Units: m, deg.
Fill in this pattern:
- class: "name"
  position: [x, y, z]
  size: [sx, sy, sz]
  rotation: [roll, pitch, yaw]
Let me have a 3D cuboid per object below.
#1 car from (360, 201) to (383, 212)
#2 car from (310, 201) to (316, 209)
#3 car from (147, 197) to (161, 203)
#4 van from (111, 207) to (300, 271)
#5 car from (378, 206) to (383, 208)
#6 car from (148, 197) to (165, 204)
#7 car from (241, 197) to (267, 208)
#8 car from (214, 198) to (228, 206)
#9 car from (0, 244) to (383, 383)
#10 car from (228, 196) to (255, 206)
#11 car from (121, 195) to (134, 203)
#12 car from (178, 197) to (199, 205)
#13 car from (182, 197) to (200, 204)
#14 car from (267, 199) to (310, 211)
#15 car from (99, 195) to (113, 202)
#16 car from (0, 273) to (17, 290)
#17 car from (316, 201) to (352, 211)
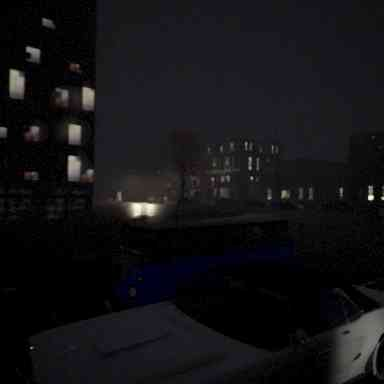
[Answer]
- class: "car"
  position: [22.475, 1.758, 39.822]
  size: [2.008, 1.369, 4.403]
  rotation: [1, -1, -35]
- class: "car"
  position: [16.232, 1.841, 48.832]
  size: [1.802, 1.307, 4.206]
  rotation: [1, -1, -35]
- class: "car"
  position: [-9.904, 2.006, 86.331]
  size: [1.752, 1.417, 4.829]
  rotation: [1, -1, -35]
- class: "van"
  position: [0.322, 1.349, 6.732]
  size: [3.998, 1.788, 1.690]
  rotation: [0, 1, -35]
- class: "car"
  position: [9.514, 1.465, 13.290]
  size: [4.097, 1.590, 1.967]
  rotation: [0, 1, -35]
- class: "car"
  position: [-7.114, 1.789, 67.589]
  size: [1.752, 1.417, 4.829]
  rotation: [1, -1, -35]
- class: "car"
  position: [9.722, 1.780, 47.850]
  size: [1.895, 1.301, 4.718]
  rotation: [1, -1, -35]
- class: "car"
  position: [6.040, 1.784, 63.409]
  size: [1.967, 1.590, 4.097]
  rotation: [1, -1, -35]
- class: "car"
  position: [0.633, 1.606, 3.829]
  size: [4.718, 1.301, 1.895]
  rotation: [0, 0, -35]
- class: "car"
  position: [9.229, 1.632, 58.865]
  size: [2.192, 1.841, 5.009]
  rotation: [1, -1, -35]
- class: "car"
  position: [-16.694, 1.912, 81.418]
  size: [1.947, 1.339, 4.313]
  rotation: [1, -1, -35]
- class: "car"
  position: [-0.854, 1.793, 63.283]
  size: [2.128, 1.511, 4.902]
  rotation: [1, -1, -35]
- class: "car"
  position: [-0.323, 1.838, 72.504]
  size: [1.967, 1.590, 4.097]
  rotation: [1, -1, -35]
- class: "car"
  position: [11.651, 1.541, 40.280]
  size: [1.967, 1.590, 4.097]
  rotation: [1, -1, -35]
- class: "car"
  position: [-22.921, 1.926, 90.404]
  size: [1.752, 1.417, 4.829]
  rotation: [1, -1, -35]
- class: "car"
  position: [-4.276, 1.542, 3.455]
  size: [4.507, 1.381, 1.887]
  rotation: [0, 1, -35]
- class: "car"
  position: [19.354, 1.799, 44.328]
  size: [1.947, 1.339, 4.313]
  rotation: [1, -1, -35]
